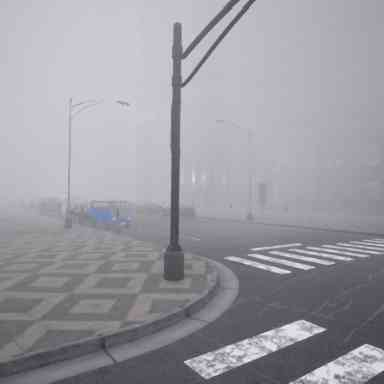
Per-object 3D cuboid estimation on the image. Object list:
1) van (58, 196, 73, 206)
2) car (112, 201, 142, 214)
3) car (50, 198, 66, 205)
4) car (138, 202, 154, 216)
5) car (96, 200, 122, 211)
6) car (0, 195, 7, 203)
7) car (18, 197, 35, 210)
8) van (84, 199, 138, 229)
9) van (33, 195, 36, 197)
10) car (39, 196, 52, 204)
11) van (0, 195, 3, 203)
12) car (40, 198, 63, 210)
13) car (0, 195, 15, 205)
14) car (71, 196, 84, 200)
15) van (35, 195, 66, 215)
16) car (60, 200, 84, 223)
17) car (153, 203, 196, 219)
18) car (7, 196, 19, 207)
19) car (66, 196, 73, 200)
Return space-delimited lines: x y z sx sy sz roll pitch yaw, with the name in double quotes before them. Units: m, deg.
"van" -23.773 1.656 62.266 1.690 1.788 3.998 1 -1 -35
"car" -7.820 1.752 39.709 1.887 1.381 4.507 1 -1 -35
"car" -26.966 1.887 66.774 2.008 1.369 4.403 1 -1 -35
"car" -4.630 1.731 35.198 1.887 1.381 4.507 1 -1 -35
"car" -11.109 1.755 44.359 1.752 1.417 4.829 1 -1 -35
"car" -43.509 1.565 75.395 2.192 1.841 5.009 1 -1 -35
"car" -21.190 1.681 43.811 1.802 1.307 4.206 1 -1 -35
"van" -5.243 1.336 21.255 1.690 1.788 3.998 1 -1 -35
"van" -36.536 1.742 80.309 1.690 1.788 3.998 1 -1 -35
"car" -33.347 1.819 75.798 1.967 1.590 4.097 1 -1 -35
"van" -46.699 1.614 79.907 1.690 1.788 3.998 1 -1 -35
"car" -19.701 1.659 46.513 1.837 1.490 4.892 1 -1 -35
"car" -37.036 1.732 66.231 1.752 1.417 4.829 1 -1 -35
"car" -17.393 1.816 53.242 1.887 1.381 4.507 1 -1 -35
"van" -14.810 1.398 34.790 1.690 1.788 3.998 1 -1 -35
"car" -8.434 1.559 25.764 1.887 1.381 4.507 1 -1 -35
"car" -1.439 1.710 30.687 1.887 1.381 4.507 1 -1 -35
"car" -27.567 1.693 52.835 2.008 1.369 4.403 1 -1 -35
"car" -20.582 1.608 57.755 2.192 1.841 5.009 1 -1 -35
